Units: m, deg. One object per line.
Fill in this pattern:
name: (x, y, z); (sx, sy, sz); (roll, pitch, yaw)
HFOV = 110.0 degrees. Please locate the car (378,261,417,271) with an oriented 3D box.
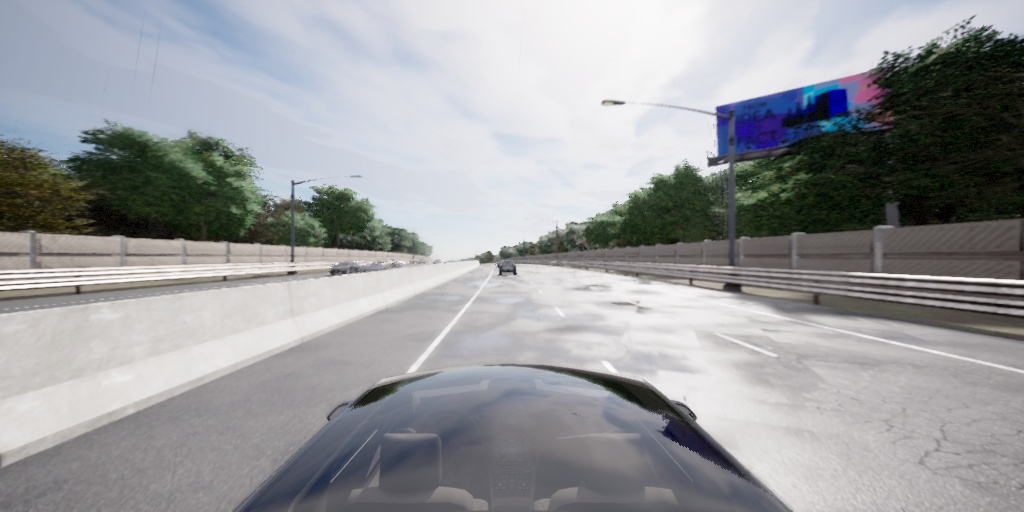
car: (-11.025, 1.412, 34.983); (1.895, 1.301, 4.718); (0, 0, -1)

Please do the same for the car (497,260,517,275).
car: (-0.511, 1.246, 40.487); (2.033, 1.649, 4.856); (0, 0, -2)

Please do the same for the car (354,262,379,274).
car: (-14.614, 1.387, 37.923); (1.994, 1.385, 4.181); (0, 0, -1)

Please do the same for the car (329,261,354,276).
car: (-18.157, 1.337, 39.301); (1.837, 1.490, 4.892); (0, 0, -1)
